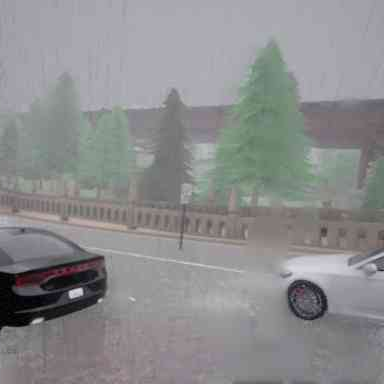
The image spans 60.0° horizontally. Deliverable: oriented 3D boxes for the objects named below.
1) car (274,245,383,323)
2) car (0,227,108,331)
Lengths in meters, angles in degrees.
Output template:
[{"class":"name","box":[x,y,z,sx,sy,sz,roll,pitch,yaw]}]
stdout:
[{"class":"car","box":[3.760,1.526,5.609,4.674,1.442,1.812,0,0,35]},{"class":"car","box":[-3.866,1.457,6.748,5.008,1.535,1.882,0,0,36]}]
